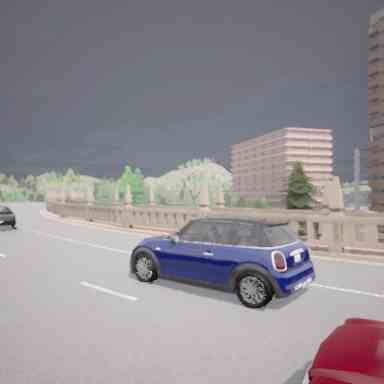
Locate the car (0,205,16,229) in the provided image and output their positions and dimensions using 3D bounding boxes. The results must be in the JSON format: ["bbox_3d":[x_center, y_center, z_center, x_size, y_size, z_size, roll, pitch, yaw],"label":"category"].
[{"bbox_3d":[-12.994,1.633,21.924,2.128,1.511,4.902,0,0,-39],"label":"car"}]

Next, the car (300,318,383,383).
[{"bbox_3d":[3.064,1.610,1.885,4.718,1.301,1.895,0,0,35],"label":"car"}]

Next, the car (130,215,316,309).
[{"bbox_3d":[0.540,1.401,8.243,4.553,1.767,2.097,0,0,39],"label":"car"}]
